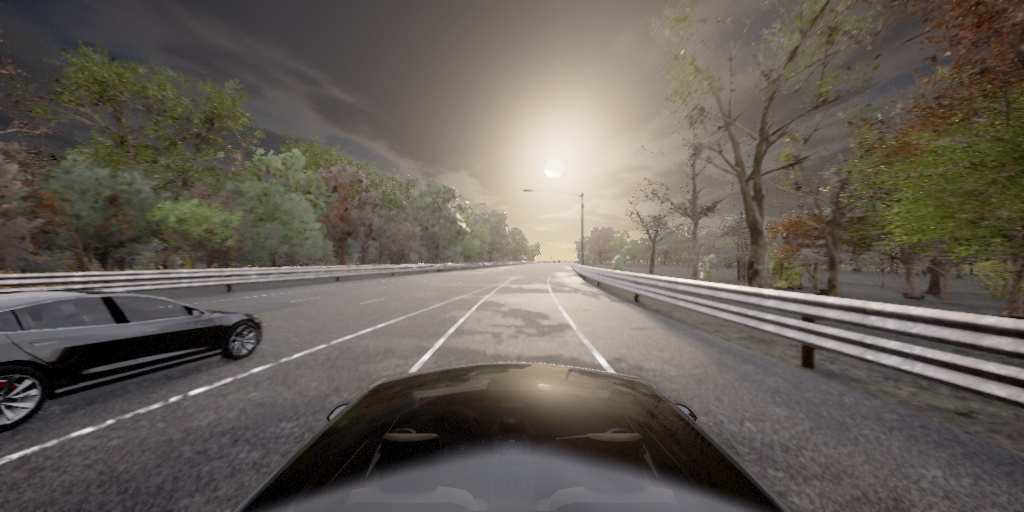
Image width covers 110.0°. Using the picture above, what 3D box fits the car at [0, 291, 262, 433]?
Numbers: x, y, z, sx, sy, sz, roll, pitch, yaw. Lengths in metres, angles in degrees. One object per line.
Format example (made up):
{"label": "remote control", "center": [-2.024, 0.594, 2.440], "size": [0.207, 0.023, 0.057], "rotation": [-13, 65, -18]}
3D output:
{"label": "car", "center": [-6.395, 1.249, 5.544], "size": [2.163, 1.488, 4.792], "rotation": [0, -1, 8]}
